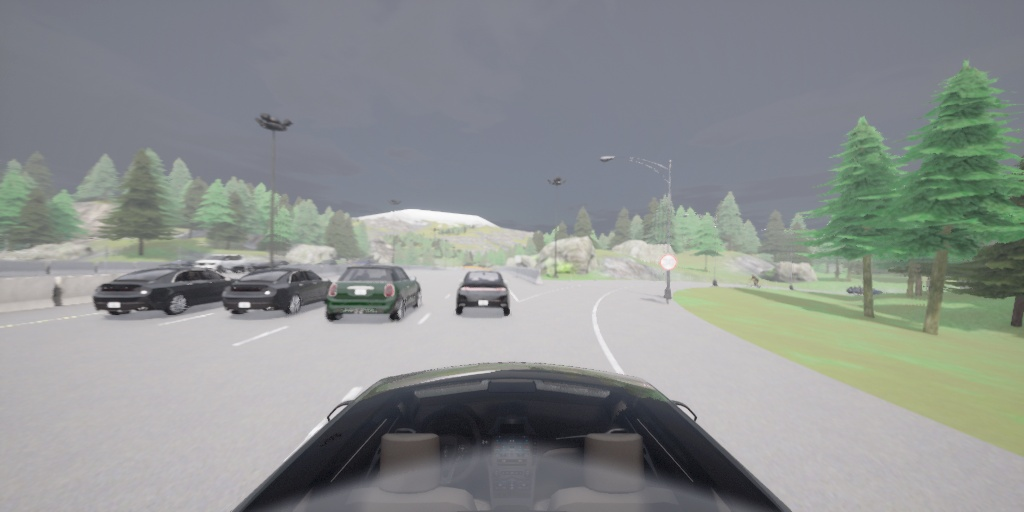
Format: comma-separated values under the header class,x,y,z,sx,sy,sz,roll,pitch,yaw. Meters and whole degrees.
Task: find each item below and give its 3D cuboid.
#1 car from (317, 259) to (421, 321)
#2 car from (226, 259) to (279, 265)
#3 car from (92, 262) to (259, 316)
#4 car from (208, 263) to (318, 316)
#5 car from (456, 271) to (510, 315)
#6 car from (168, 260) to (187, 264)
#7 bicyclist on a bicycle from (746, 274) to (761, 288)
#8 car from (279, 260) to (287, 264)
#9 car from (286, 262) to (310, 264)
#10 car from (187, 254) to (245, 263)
class,x,y,z,sx,sy,sz,roll,pitch,yaw
car,-4.495,1.081,12.379,2.097,1.767,4.553,1,-1,-4
car,-27.515,1.265,38.188,1.895,1.301,4.718,1,-1,-4
car,-11.544,1.142,12.652,1.837,1.490,4.892,1,0,-4
car,-8.061,1.185,12.975,1.837,1.490,4.892,1,0,-4
car,-1.105,1.319,13.911,2.128,1.511,4.902,1,-1,-4
car,-34.512,1.078,37.981,2.033,1.411,5.357,1,-2,-4
bicyclist on a bicycle,28.587,2.963,42.410,0.582,1.620,1.656,4,-1,-30
car,-35.545,1.411,54.441,1.837,1.490,4.892,1,-1,-3
car,-32.088,1.587,55.144,1.895,1.301,4.718,1,-2,-3
car,-31.024,0.822,38.352,2.150,2.045,5.566,1,-1,-4
